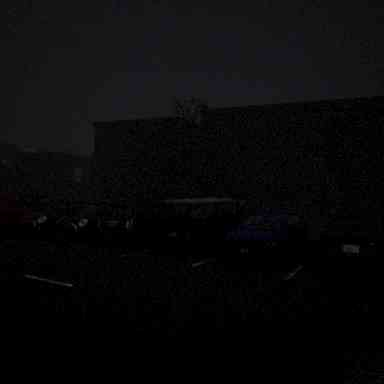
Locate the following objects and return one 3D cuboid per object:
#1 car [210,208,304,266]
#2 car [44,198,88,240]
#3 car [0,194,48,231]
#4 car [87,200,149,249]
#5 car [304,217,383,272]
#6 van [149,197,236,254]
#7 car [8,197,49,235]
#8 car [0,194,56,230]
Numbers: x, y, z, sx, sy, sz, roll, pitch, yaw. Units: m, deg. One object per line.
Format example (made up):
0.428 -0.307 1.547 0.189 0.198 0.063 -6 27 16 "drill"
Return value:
2.830 1.455 11.893 2.097 1.535 5.008 0 0 31 "car"
-4.376 1.303 16.226 2.185 1.767 4.553 0 0 31 "car"
-9.191 1.160 19.098 2.435 2.045 5.566 0 0 31 "car"
-2.002 1.312 14.735 2.185 1.767 4.553 0 0 31 "car"
5.249 1.493 10.476 2.163 1.488 4.792 0 0 31 "car"
0.481 1.221 13.425 1.878 1.987 4.442 0 0 31 "van"
-6.783 1.295 17.664 2.185 1.767 4.553 0 0 31 "car"
-11.598 1.152 20.536 2.435 2.045 5.566 0 0 31 "car"
